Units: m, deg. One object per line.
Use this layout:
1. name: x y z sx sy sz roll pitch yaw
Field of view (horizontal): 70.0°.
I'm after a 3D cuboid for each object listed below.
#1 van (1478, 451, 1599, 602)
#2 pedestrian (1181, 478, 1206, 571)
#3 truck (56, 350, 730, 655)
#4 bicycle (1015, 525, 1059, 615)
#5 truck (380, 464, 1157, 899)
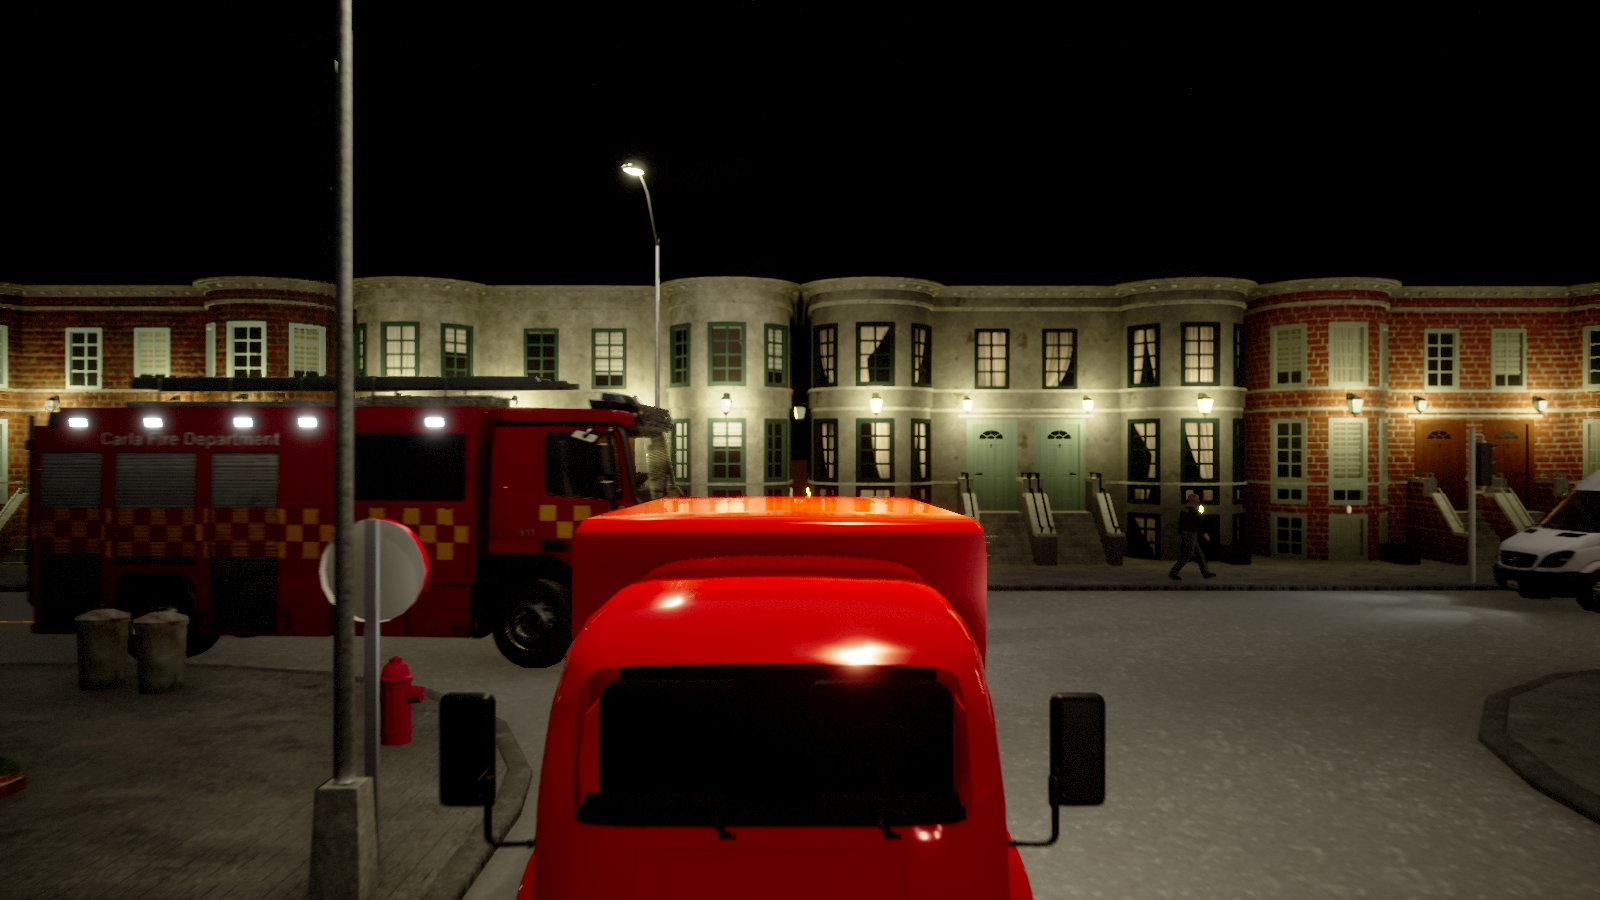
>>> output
1. van: 15.721 1.300 20.517 5.915 2.561 1.988 0 0 0
2. pedestrian: 8.004 1.510 23.256 0.375 1.860 0.375 0 0 -4
3. truck: -5.377 0.660 16.070 8.468 3.827 2.891 0 0 4
4. bicycle: 3.854 1.928 18.670 0.329 1.271 1.835 0 0 0
5. truck: -0.107 1.344 6.463 2.627 2.467 5.204 0 0 0
